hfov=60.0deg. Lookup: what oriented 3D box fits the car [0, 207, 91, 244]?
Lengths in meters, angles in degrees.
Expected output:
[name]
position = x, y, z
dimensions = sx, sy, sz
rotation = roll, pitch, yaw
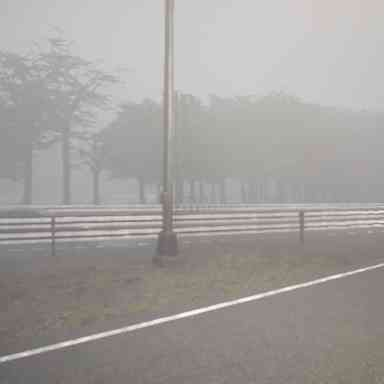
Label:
[car]
position = -6.831, 1.398, 14.120
dimensions = 4.892, 1.490, 1.837
rotation = 0, 1, -18
